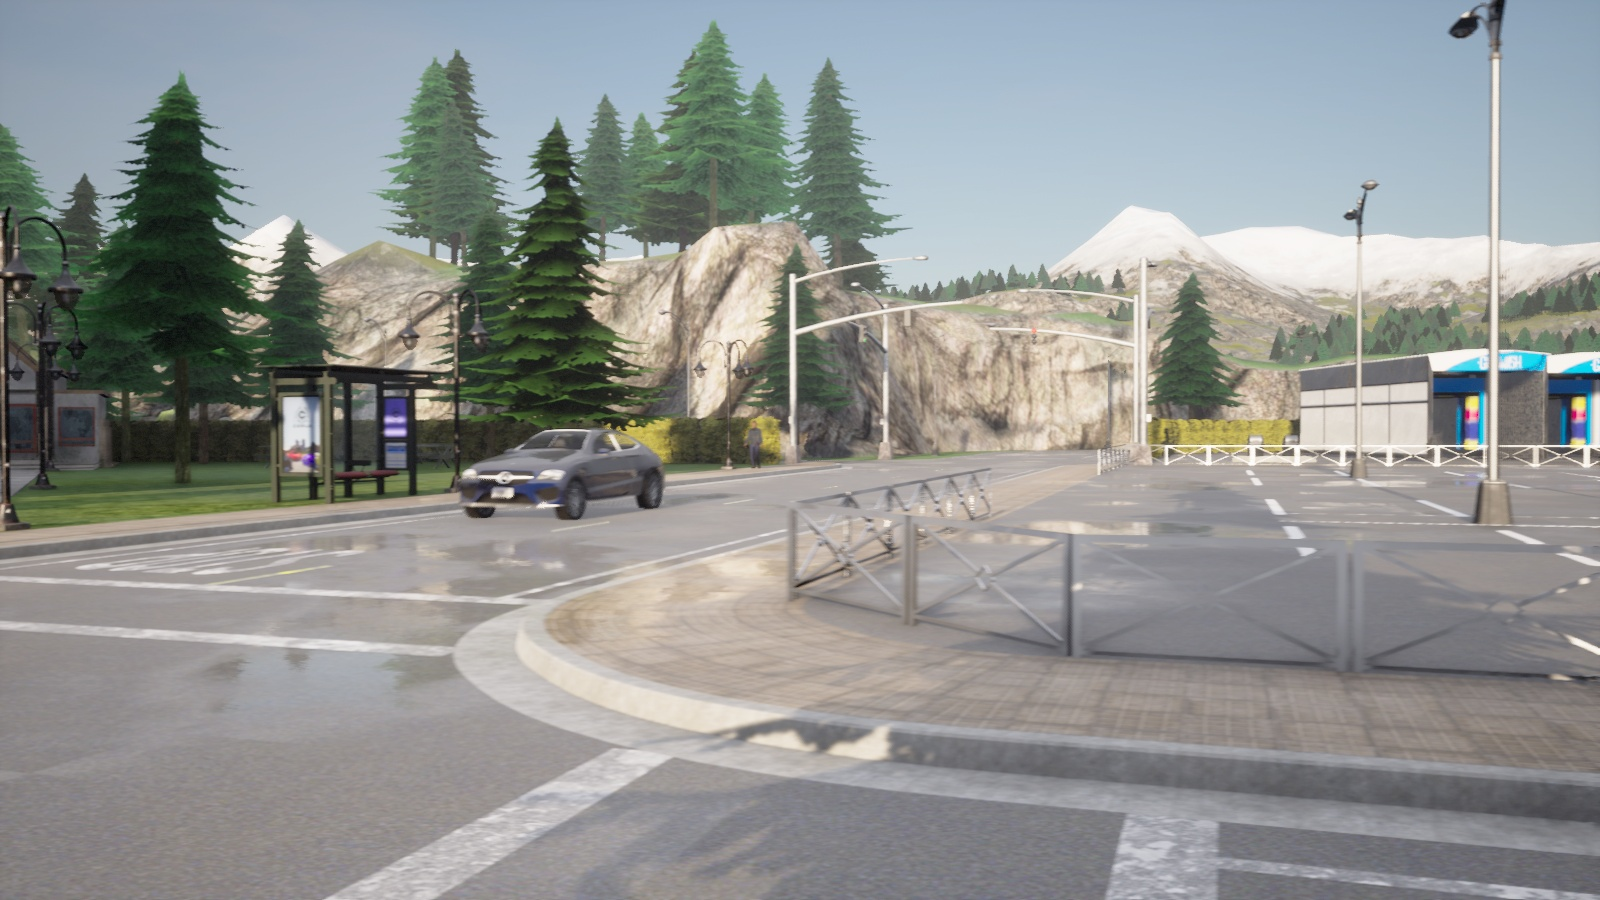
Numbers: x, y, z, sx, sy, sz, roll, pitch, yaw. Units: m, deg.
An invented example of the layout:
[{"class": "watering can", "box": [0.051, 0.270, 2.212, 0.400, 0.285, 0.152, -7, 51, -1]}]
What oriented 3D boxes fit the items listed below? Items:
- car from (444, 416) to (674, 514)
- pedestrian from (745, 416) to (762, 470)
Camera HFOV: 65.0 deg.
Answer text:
[{"class": "car", "box": [-4.426, 0.212, 24.051, 2.152, 1.651, 5.027, 1, 1, 18]}, {"class": "pedestrian", "box": [-1.686, -0.249, 45.636, 0.423, 1.949, 0.788, 0, 1, 14]}]
